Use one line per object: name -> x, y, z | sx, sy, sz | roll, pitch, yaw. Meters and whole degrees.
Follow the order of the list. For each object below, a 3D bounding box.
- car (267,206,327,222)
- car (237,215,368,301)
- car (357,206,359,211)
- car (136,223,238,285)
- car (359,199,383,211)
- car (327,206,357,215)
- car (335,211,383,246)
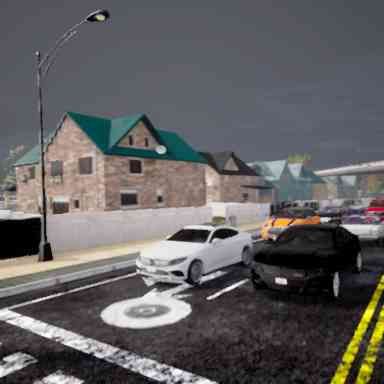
car -> 5.489, 1.656, 17.925 | 2.097, 1.767, 4.553 | -2, -1, 35
car -> 3.304, 1.628, 9.073 | 1.882, 1.535, 5.008 | -2, -2, 35
car -> 16.755, 2.071, 34.070 | 1.895, 1.301, 4.718 | -2, -2, 35
car -> 0.331, 1.756, 10.495 | 1.812, 1.442, 4.674 | -2, -2, 37
car -> 14.662, 1.535, 25.379 | 2.150, 2.045, 5.566 | -2, -2, 36
car -> 10.944, 1.875, 25.747 | 2.128, 1.511, 4.902 | -2, -2, 35
car -> 8.631, 1.827, 16.733 | 1.895, 1.301, 4.718 | -2, -2, 35
